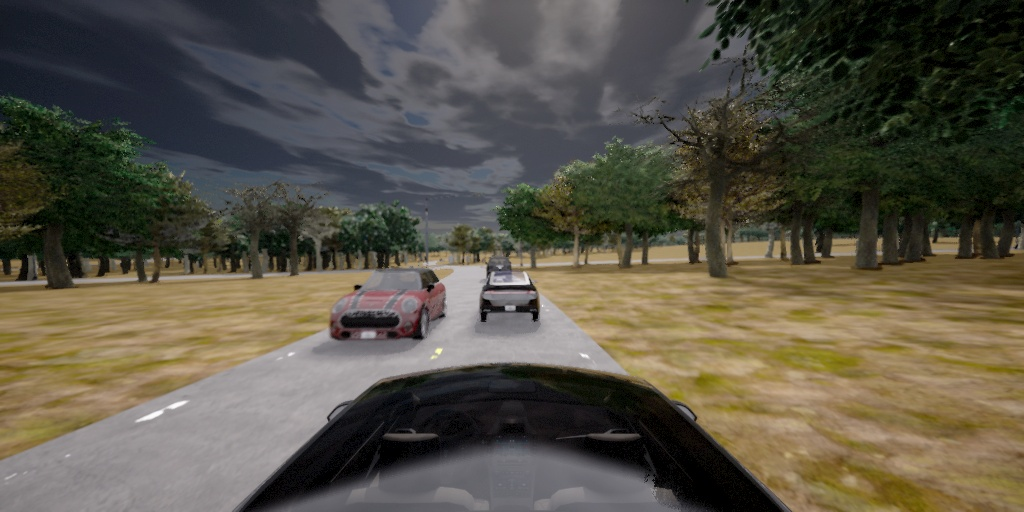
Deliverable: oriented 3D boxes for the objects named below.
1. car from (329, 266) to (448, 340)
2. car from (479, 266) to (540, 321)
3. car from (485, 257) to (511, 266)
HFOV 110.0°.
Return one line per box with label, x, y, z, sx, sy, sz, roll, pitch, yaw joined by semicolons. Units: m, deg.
car;-3.147;1.125;10.034;2.097;1.767;4.553;0;0;-1
car;-0.121;1.264;12.565;2.128;1.511;4.902;0;0;-2
car;-1.215;1.085;32.196;2.150;2.045;5.566;0;0;-5
